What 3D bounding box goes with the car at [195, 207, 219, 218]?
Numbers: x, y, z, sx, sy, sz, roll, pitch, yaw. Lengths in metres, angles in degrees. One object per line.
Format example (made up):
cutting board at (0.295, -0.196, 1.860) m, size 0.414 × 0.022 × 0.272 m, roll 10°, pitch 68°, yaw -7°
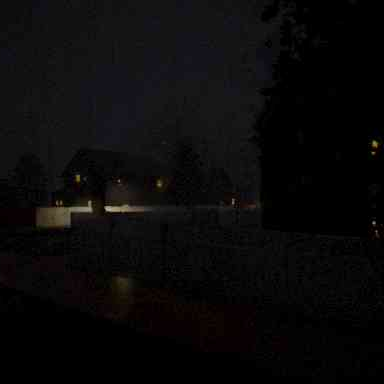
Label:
car at (1.234, 2.172, 31.836) m, size 1.882 × 1.535 × 5.008 m, roll -1°, pitch -2°, yaw 36°
